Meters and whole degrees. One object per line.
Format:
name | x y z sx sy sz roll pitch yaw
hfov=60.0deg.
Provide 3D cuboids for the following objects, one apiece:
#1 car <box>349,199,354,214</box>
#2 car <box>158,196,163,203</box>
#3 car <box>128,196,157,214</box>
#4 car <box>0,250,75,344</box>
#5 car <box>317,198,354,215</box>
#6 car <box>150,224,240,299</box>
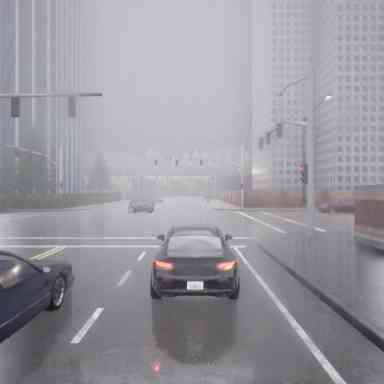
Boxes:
car | 17.553 1.547 29.989 5.357 1.411 2.033 0 0 0
car | -7.064 1.514 68.690 2.128 1.511 4.902 0 0 0
car | -5.499 1.352 35.100 2.097 1.767 4.553 0 0 -19
car | -3.445 1.547 4.713 2.033 1.411 5.357 0 0 1
car | 15.025 1.351 33.502 4.553 1.767 2.097 0 0 0
car | 0.070 1.526 8.309 1.812 1.442 4.674 0 0 0
